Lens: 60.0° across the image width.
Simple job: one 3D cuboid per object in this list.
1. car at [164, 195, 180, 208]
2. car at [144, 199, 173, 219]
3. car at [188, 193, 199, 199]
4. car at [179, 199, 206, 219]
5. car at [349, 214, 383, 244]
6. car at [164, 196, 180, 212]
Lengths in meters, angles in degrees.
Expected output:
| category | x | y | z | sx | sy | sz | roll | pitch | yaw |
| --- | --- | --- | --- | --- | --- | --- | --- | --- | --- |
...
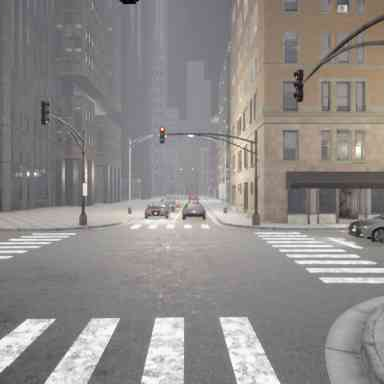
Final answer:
| category | x | y | z | sx | sy | sz | roll | pitch | yaw |
| --- | --- | --- | --- | --- | --- | --- | --- | --- | --- |
| car | -2.900 | 1.369 | 49.180 | 2.097 | 1.767 | 4.553 | 0 | 0 | 0 |
| car | -2.986 | 1.574 | 29.427 | 1.994 | 1.385 | 4.181 | 0 | 0 | 0 |
| car | 0.345 | 1.203 | 70.258 | 2.150 | 2.045 | 5.566 | 0 | 0 | 0 |
| car | 0.192 | 1.574 | 29.118 | 1.994 | 1.385 | 4.181 | 0 | 0 | 0 |
| car | 9.483 | 1.562 | 15.165 | 4.181 | 1.385 | 1.994 | 0 | 0 | 5 |
| car | -2.943 | 1.506 | 39.282 | 2.128 | 1.511 | 4.902 | 0 | 0 | 0 |
